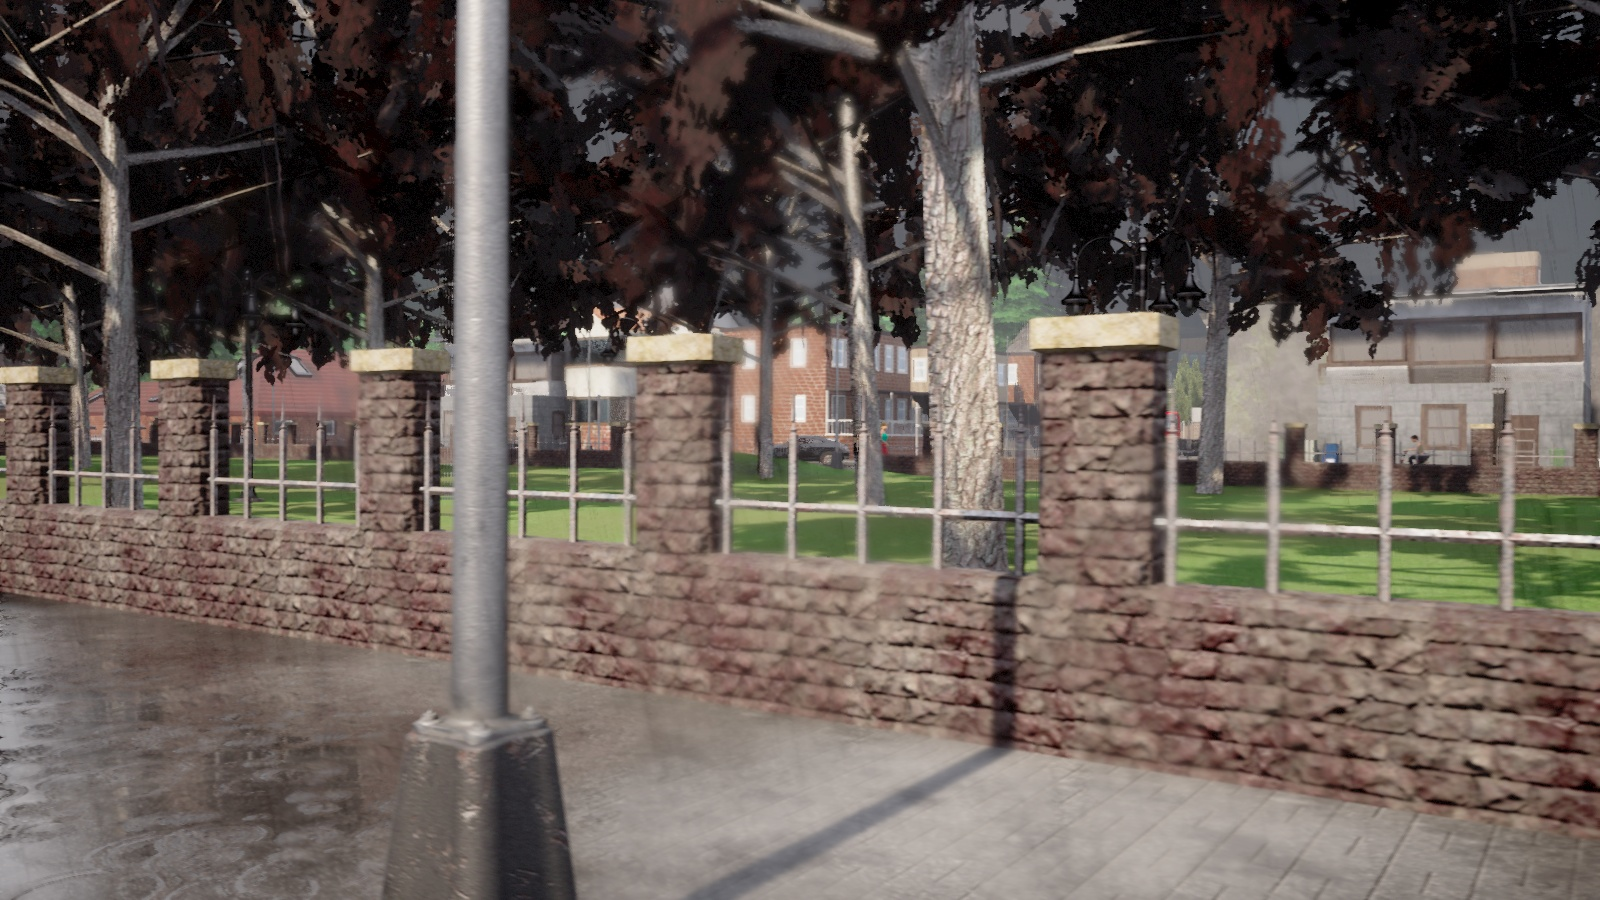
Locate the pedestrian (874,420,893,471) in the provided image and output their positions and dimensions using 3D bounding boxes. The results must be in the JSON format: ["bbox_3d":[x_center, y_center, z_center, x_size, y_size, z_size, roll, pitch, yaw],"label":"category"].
[{"bbox_3d":[3.016,-0.159,45.369,0.594,1.836,0.345,0,1,33],"label":"pedestrian"}]

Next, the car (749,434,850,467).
[{"bbox_3d":[-0.008,0.016,59.307,4.674,1.442,1.812,-1,1,1],"label":"car"}]

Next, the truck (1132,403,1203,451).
[{"bbox_3d":[27.888,-1.738,94.951,2.891,3.462,7.936,0,1,34],"label":"truck"}]
